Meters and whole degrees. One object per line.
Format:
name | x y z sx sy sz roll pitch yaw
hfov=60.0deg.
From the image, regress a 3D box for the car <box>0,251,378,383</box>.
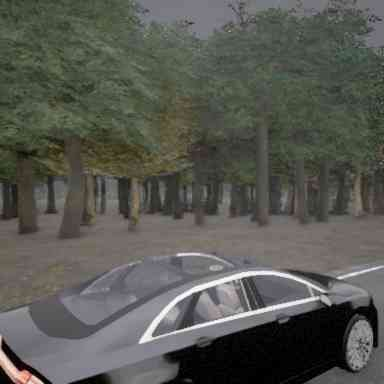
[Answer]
car | 0.369 1.500 4.010 4.902 1.511 2.128 0 0 -36
